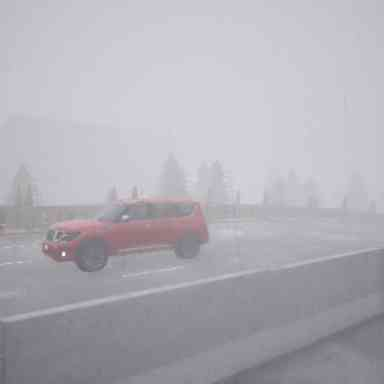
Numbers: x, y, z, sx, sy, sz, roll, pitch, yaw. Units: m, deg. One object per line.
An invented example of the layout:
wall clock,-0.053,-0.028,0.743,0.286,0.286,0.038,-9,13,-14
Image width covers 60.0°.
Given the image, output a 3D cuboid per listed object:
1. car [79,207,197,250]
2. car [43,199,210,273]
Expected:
car,-2.330,1.526,15.226,5.008,1.535,1.882,1,0,-35
car,-1.945,1.256,11.202,5.566,2.045,2.150,1,0,-35
